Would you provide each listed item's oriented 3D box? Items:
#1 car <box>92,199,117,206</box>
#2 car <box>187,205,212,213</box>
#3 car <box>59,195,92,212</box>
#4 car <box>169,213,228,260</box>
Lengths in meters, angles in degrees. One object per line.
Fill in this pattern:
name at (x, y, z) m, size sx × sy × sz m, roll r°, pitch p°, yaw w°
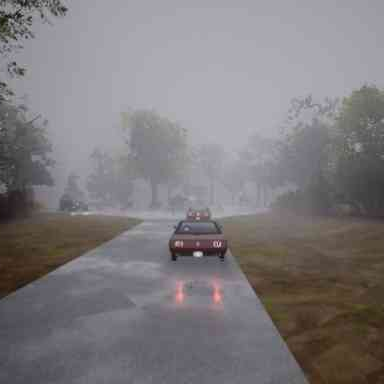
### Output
car at (-16.423, 1.904, 61.385) m, size 2.033 × 1.411 × 5.357 m, roll 0°, pitch 0°, yaw 38°
car at (0.676, 1.765, 27.518) m, size 1.895 × 1.301 × 4.718 m, roll 0°, pitch 0°, yaw 5°
car at (-15.695, 1.474, 44.001) m, size 2.150 × 2.045 × 5.566 m, roll 0°, pitch -1°, yaw -41°
car at (0.217, 1.679, 12.680) m, size 1.895 × 1.301 × 4.718 m, roll 0°, pitch 0°, yaw 1°
